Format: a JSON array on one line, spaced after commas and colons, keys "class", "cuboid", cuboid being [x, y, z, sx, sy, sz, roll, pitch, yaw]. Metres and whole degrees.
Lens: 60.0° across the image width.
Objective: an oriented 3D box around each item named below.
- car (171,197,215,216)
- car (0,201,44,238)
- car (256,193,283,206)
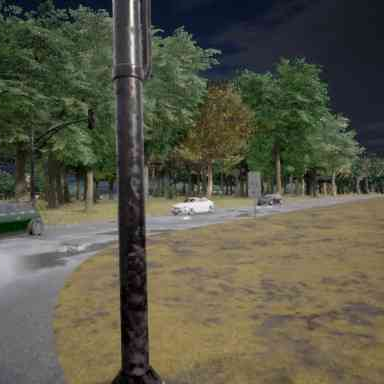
[{"class": "car", "cuboid": [0.159, 1.190, 28.366, 1.812, 1.442, 4.674, -3, -1, 37]}, {"class": "car", "cuboid": [-8.723, 1.234, 14.314, 2.097, 1.767, 4.553, -2, 0, 19]}, {"class": "car", "cuboid": [9.543, 0.933, 40.674, 1.837, 1.490, 4.892, -3, -1, 38]}]
